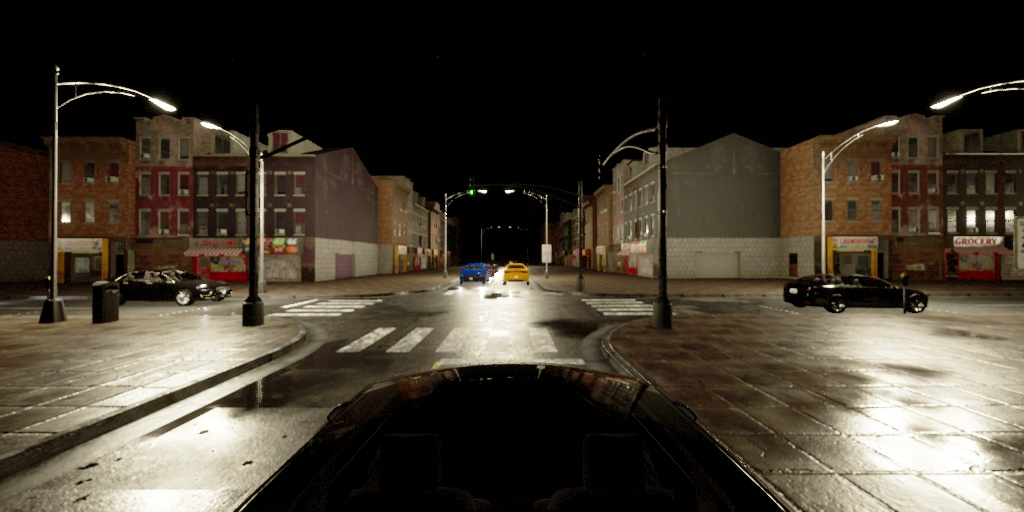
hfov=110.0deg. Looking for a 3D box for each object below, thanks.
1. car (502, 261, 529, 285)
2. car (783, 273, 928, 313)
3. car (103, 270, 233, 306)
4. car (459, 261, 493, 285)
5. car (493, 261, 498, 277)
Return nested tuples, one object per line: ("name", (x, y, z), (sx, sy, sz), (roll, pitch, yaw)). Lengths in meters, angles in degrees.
("car", (0.269, 1.326, 27.639), (1.882, 1.535, 5.008), (0, 0, -1))
("car", (12.353, 1.305, 13.073), (4.313, 1.339, 1.948), (0, 0, 0))
("car", (-14.994, 1.346, 15.639), (4.892, 1.490, 1.837), (0, 0, 0))
("car", (-2.834, 1.327, 27.813), (1.882, 1.535, 5.008), (0, 0, 1))
("car", (-2.849, 1.454, 37.763), (1.994, 1.385, 4.181), (0, 0, 0))
